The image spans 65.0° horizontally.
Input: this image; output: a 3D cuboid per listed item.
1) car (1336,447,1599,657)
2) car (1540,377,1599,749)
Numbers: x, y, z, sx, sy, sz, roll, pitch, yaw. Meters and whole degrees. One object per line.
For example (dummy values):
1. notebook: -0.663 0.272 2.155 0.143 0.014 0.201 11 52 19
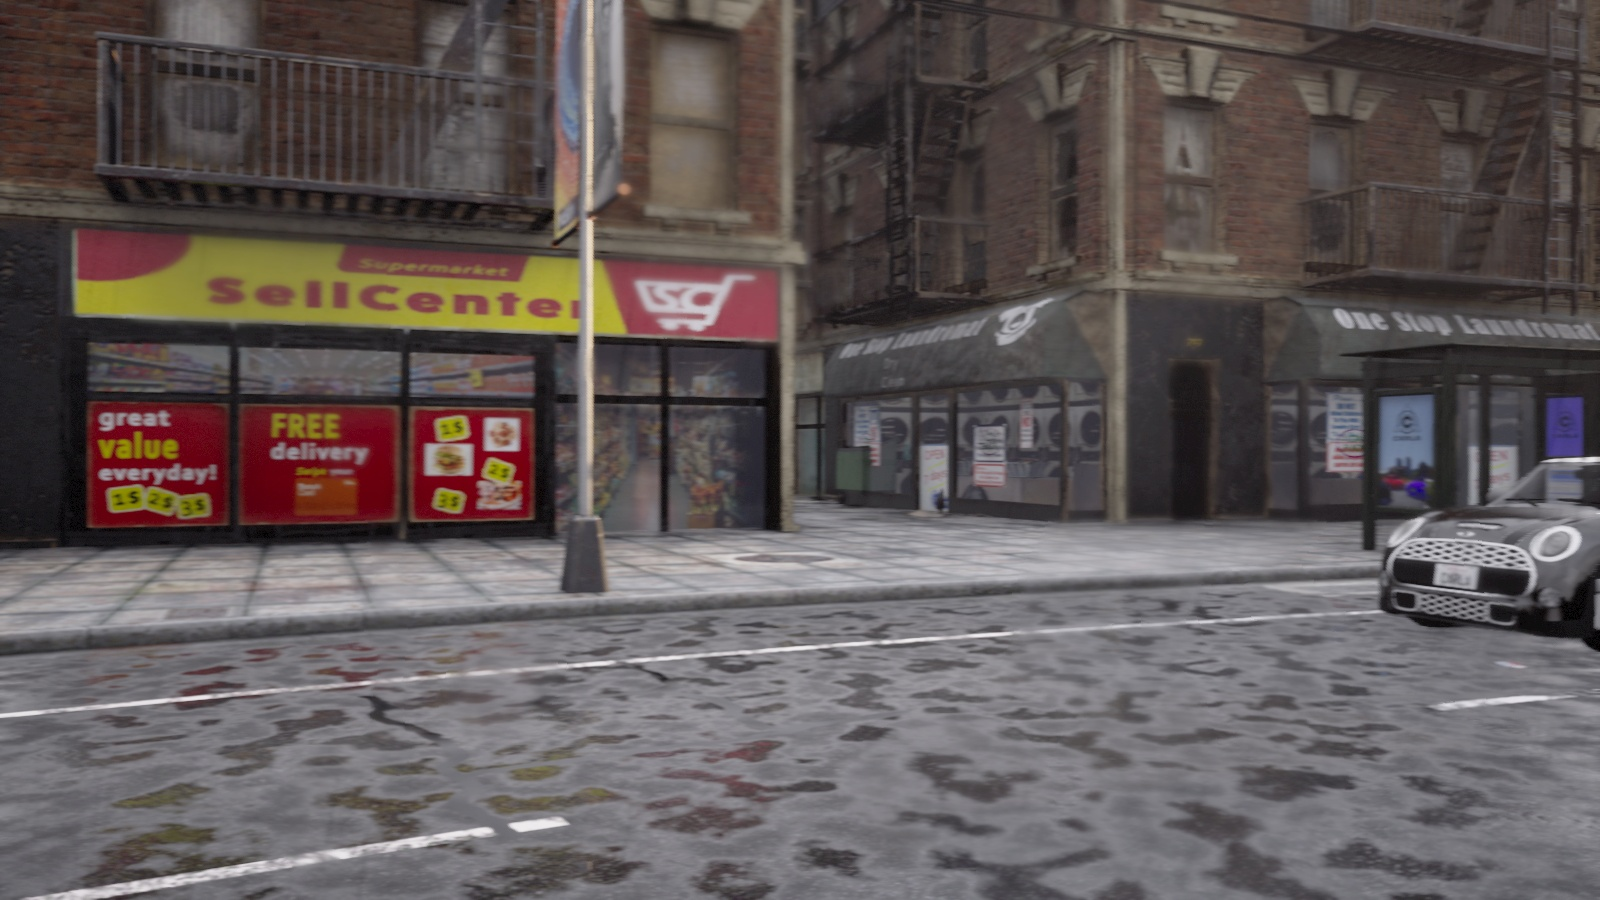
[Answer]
1. car: 6.674 0.715 10.423 3.806 1.475 1.970 0 0 -22
2. car: 6.370 0.561 6.530 4.605 1.855 1.932 0 0 -22
